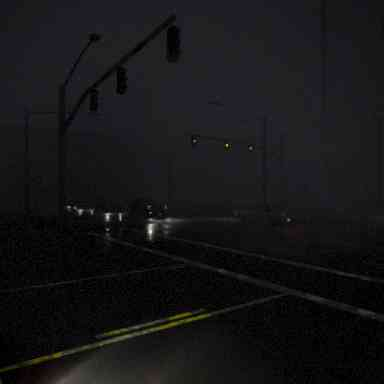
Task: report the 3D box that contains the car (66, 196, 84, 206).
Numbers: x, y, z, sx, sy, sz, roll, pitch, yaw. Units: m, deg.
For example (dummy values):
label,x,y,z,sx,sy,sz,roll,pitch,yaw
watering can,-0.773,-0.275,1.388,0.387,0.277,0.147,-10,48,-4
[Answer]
label,x,y,z,sx,sy,sz,roll,pitch,yaw
car,-19.602,1.488,56.030,2.128,1.511,4.902,0,0,-10

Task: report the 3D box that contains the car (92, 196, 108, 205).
label,x,y,z,sx,sy,sz,roll,pitch,yaw
car,-16.546,1.521,60.165,1.812,1.442,4.674,0,0,-4

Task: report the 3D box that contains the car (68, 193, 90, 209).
label,x,y,z,sx,sy,sz,roll,pitch,yaw
car,-15.569,1.219,46.641,2.150,2.045,5.566,0,0,-33

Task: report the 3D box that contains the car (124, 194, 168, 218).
label,x,y,z,sx,sy,sz,roll,pitch,yaw
car,-4.054,1.349,30.447,2.097,1.767,4.553,0,0,-36

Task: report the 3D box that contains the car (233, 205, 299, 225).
label,x,y,z,sx,sy,sz,roll,pitch,yaw
car,5.169,1.583,24.007,1.895,1.301,4.718,0,-1,-36

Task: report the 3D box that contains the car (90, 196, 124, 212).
label,x,y,z,sx,sy,sz,roll,pitch,yaw
car,-9.832,1.523,38.456,1.812,1.442,4.674,0,0,-36

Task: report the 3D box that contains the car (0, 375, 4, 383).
label,x,y,z,sx,sy,sz,roll,pitch,yaw
car,-3.664,1.548,1.195,5.357,1.411,2.033,0,0,-35
